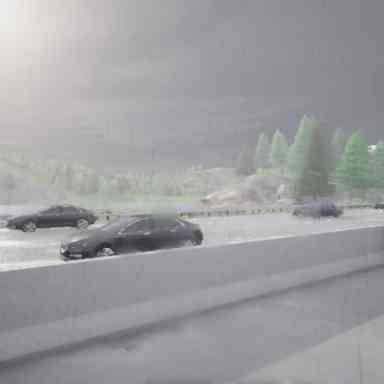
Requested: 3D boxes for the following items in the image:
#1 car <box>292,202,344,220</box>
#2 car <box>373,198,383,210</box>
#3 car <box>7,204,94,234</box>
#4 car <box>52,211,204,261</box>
[{"bbox_3d":[11.136,1.589,29.091,5.357,1.411,2.033,0,0,-35],"label":"car"},{"bbox_3d":[25.681,1.572,43.704,4.892,1.490,1.837,0,0,-35],"label":"car"},{"bbox_3d":[-8.160,1.520,19.658,4.892,1.490,1.837,0,0,-35],"label":"car"},{"bbox_3d":[-1.852,1.516,11.262,4.892,1.490,1.837,0,0,-35],"label":"car"}]
